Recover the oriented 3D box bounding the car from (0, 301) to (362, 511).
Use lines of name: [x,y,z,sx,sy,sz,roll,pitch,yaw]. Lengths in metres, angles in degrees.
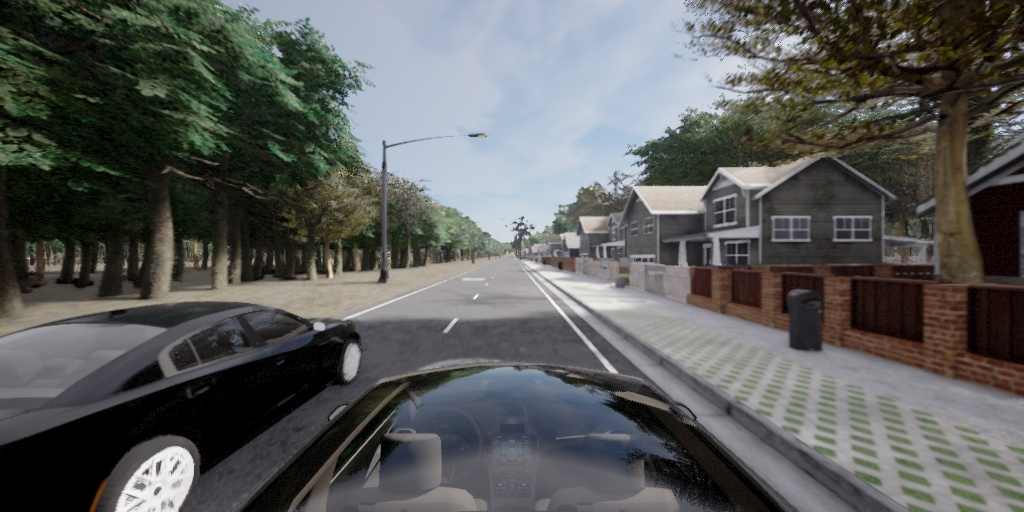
car: [-3.400,1.226,3.933,1.882,1.535,5.008,0,0,0]
